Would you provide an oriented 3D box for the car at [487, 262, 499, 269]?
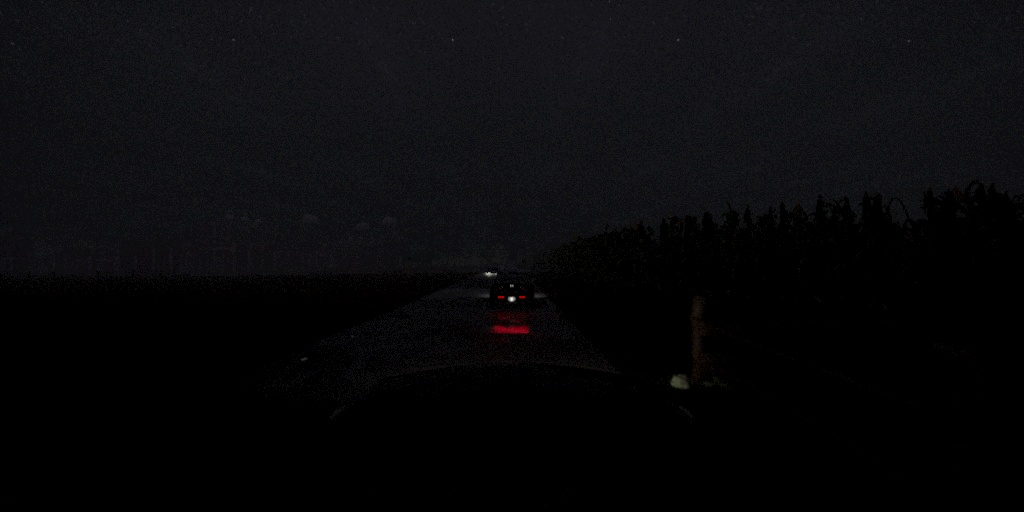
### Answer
[{"bbox_3d":[-2.781,1.795,57.766,2.097,1.767,4.553,0,-1,0],"label":"car"}]

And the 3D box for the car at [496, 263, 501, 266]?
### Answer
[{"bbox_3d":[-0.010,1.569,31.152,2.128,1.511,4.902,0,-1,0],"label":"car"}]

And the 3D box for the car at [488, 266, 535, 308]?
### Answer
[{"bbox_3d":[-0.002,1.407,16.156,1.837,1.490,4.892,0,0,0],"label":"car"}]
